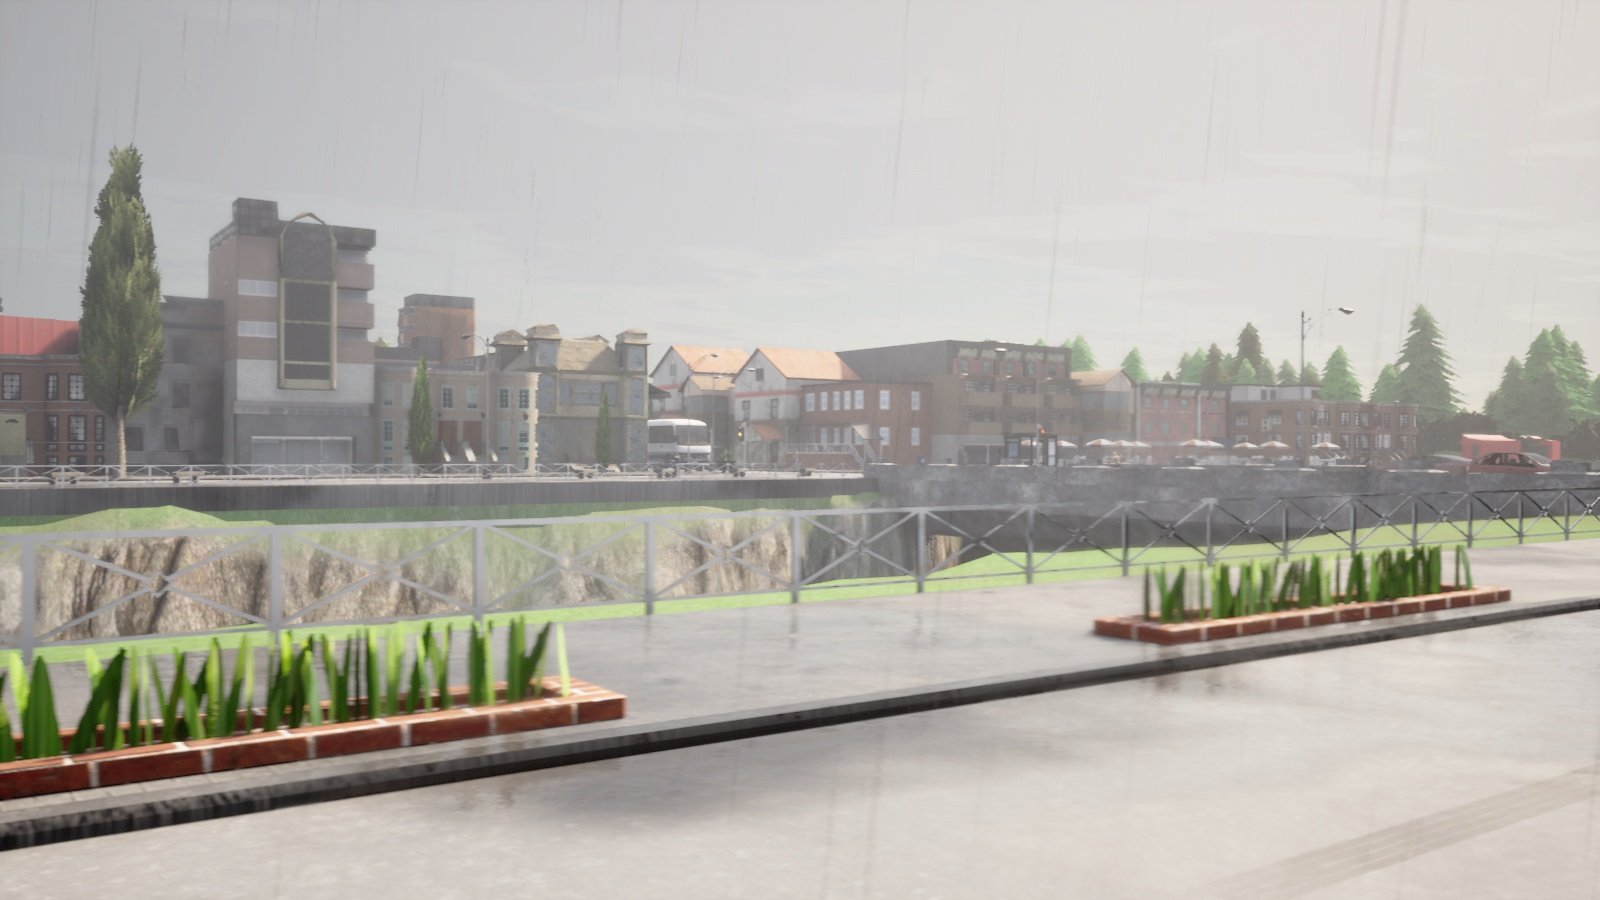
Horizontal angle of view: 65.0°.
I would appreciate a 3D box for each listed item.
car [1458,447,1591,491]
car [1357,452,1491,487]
[{"bbox_3d":[27.593,0.702,47.910,1.851,1.617,3.988,0,0,-35],"label":"car"},{"bbox_3d":[27.373,0.822,55.222,2.163,1.488,4.792,0,0,-35],"label":"car"}]
